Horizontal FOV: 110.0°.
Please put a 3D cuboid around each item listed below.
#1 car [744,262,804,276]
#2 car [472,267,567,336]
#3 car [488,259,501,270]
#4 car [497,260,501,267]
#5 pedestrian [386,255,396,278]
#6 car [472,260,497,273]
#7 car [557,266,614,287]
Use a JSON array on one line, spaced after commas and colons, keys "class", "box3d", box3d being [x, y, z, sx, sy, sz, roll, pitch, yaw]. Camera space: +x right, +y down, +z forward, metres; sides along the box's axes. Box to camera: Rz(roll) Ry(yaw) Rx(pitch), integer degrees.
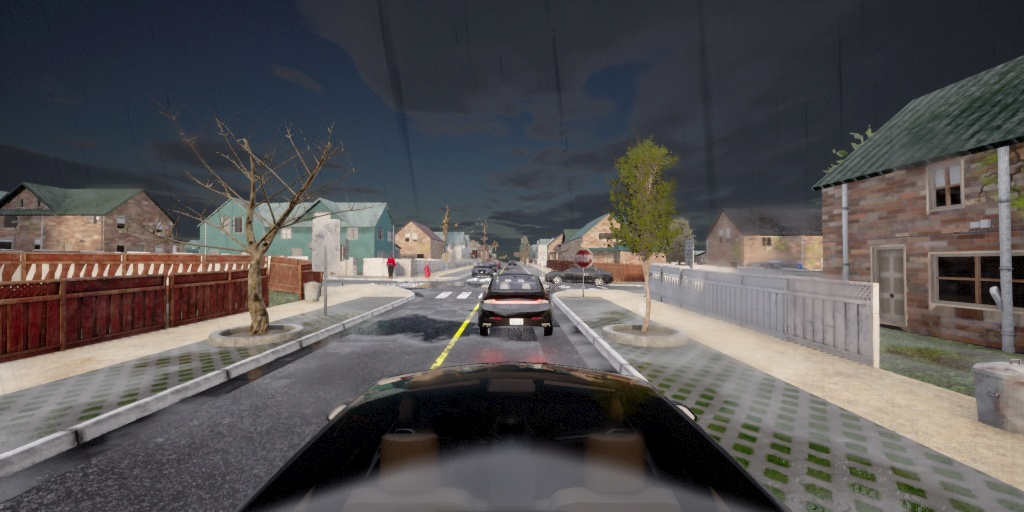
[{"class": "car", "box3d": [17.829, 1.444, 25.564, 5.566, 2.045, 2.150, 1, -1, 0]}, {"class": "car", "box3d": [0.100, 1.246, 10.374, 2.128, 1.511, 4.902, 0, 0, 0]}, {"class": "car", "box3d": [-2.828, 1.339, 58.304, 1.882, 1.535, 5.008, 0, 0, 0]}, {"class": "car", "box3d": [-2.836, 1.366, 46.135, 2.033, 1.411, 5.357, 0, 0, 0]}, {"class": "pedestrian", "box3d": [-9.624, 0.797, 28.490, 0.375, 1.860, 0.375, 0, -2, 0]}, {"class": "car", "box3d": [-2.856, 1.356, 35.752, 1.994, 1.385, 4.181, 0, 0, -1]}, {"class": "car", "box3d": [4.884, 1.449, 26.238, 4.892, 1.490, 1.837, 2, 0, 9]}]
